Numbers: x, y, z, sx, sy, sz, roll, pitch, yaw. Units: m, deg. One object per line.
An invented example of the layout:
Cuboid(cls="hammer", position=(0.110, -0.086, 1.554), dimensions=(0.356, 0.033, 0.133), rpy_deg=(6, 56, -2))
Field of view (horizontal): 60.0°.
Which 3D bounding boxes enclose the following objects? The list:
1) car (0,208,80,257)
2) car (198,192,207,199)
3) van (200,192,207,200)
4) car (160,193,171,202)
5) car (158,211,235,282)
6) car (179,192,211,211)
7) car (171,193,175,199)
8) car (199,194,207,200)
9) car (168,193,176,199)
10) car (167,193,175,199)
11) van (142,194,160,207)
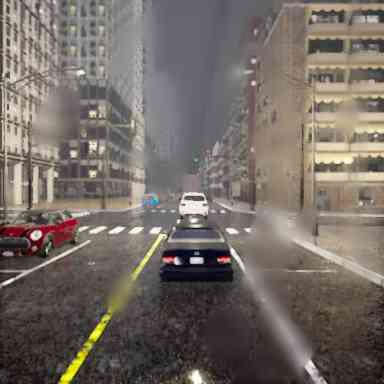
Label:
Cuboid(cls="car", position=(-5.691, 1.377, 12.299), dimensions=(1.967, 1.590, 4.097), rpy_deg=(0, 0, 0))
Cuboid(cls="car", position=(2.692, 0.903, 89.180), dimensions=(2.192, 1.841, 5.009), rpy_deg=(0, 0, 0))
Cuboid(cls="van", position=(2.692, 0.975, 78.079), dimensions=(1.690, 1.788, 3.998), rpy_deg=(0, 0, 0))
Cuboid(cls="car", position=(-5.689, 1.208, 66.807), dimensions=(1.752, 1.417, 4.829), rpy_deg=(0, 0, 0))
Cuboid(cls="car", position=(0.100, 1.498, 9.594), dimensions=(2.033, 1.411, 5.357), rpy_deg=(0, 0, 0))
Cuboid(cls="car", position=(0.140, 1.115, 27.364), dimensions=(2.150, 2.045, 5.566), rpy_deg=(1, 0, 0))
Cuboid(cls="car", position=(-5.688, 1.051, 83.629), dimensions=(1.967, 1.590, 4.097), rpy_deg=(0, 0, 0))
Cuboid(cls="car", position=(2.693, 1.161, 83.630), dimensions=(2.008, 1.369, 4.403), rpy_deg=(0, 0, 0))
Cuboid(cls="car", position=(-5.687, 1.116, 94.732), dimensions=(2.008, 1.369, 4.403), rpy_deg=(0, 0, 0))
Cuboid(cls="car", position=(-5.688, 1.114, 89.010), dimensions=(1.752, 1.417, 4.829), rpy_deg=(0, 0, 0))
Cuboid(cls="van", position=(-5.689, 1.122, 44.773), dimensions=(1.690, 1.788, 3.998), rpy_deg=(0, 0, 0))
